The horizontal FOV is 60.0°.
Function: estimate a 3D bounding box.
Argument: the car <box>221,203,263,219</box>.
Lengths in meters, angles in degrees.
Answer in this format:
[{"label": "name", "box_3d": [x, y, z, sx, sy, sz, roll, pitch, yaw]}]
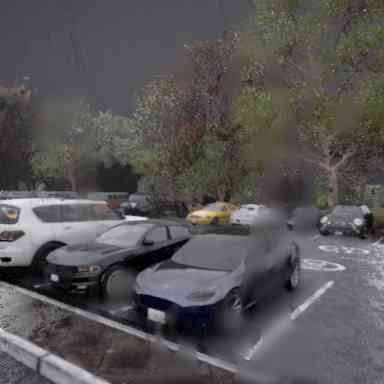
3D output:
[{"label": "car", "box_3d": [4.056, 1.507, 21.151, 2.002, 1.452, 4.674, 1, 1, 36]}]

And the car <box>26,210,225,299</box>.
[{"label": "car", "box_3d": [-1.388, 1.515, 8.950, 2.097, 1.535, 5.008, 1, 1, 36]}]

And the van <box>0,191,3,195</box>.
[{"label": "van", "box_3d": [-20.656, 0.893, 38.955, 1.878, 1.987, 4.442, 0, 0, 36]}]

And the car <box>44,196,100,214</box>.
[{"label": "car", "box_3d": [-11.608, 1.226, 32.565, 2.163, 1.488, 4.792, 1, 0, 36]}]

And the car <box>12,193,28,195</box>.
[{"label": "car", "box_3d": [-16.103, 1.153, 35.799, 2.097, 1.535, 5.008, 0, 0, 36]}]

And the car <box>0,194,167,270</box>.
[{"label": "car", "box_3d": [-3.618, 1.223, 10.597, 2.435, 2.045, 5.566, 1, 1, 36]}]

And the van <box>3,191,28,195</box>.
[{"label": "van", "box_3d": [-18.277, 0.910, 37.516, 1.878, 1.987, 4.442, 0, 0, 36]}]

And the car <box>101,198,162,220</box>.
[{"label": "car", "box_3d": [-4.923, 1.331, 27.639, 2.163, 1.488, 4.792, 1, 1, 36]}]

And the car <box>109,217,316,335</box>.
[{"label": "car", "box_3d": [0.837, 1.586, 7.291, 2.163, 1.488, 4.792, 1, 1, 36]}]

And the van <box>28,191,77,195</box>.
[{"label": "van", "box_3d": [-13.914, 0.948, 34.070, 1.878, 1.987, 4.442, 1, 0, 36]}]

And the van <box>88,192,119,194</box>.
[{"label": "van", "box_3d": [-7.176, 1.035, 29.455, 1.878, 1.987, 4.442, 1, 1, 36]}]

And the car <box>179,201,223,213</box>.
[{"label": "car", "box_3d": [1.708, 1.423, 22.630, 1.946, 1.575, 5.366, 1, 1, 36]}]

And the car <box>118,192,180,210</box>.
[{"label": "car", "box_3d": [-2.645, 1.091, 26.056, 2.435, 2.045, 5.566, 1, 1, 36]}]

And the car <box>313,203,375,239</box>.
[{"label": "car", "box_3d": [8.460, 1.422, 17.995, 2.185, 1.767, 4.553, 1, 1, 36]}]

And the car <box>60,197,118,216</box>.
[{"label": "car", "box_3d": [-9.472, 1.255, 31.014, 2.163, 1.488, 4.792, 1, 1, 36]}]

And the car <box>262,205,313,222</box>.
[{"label": "car", "box_3d": [6.282, 1.538, 19.502, 2.163, 1.488, 4.792, 1, 1, 36]}]
